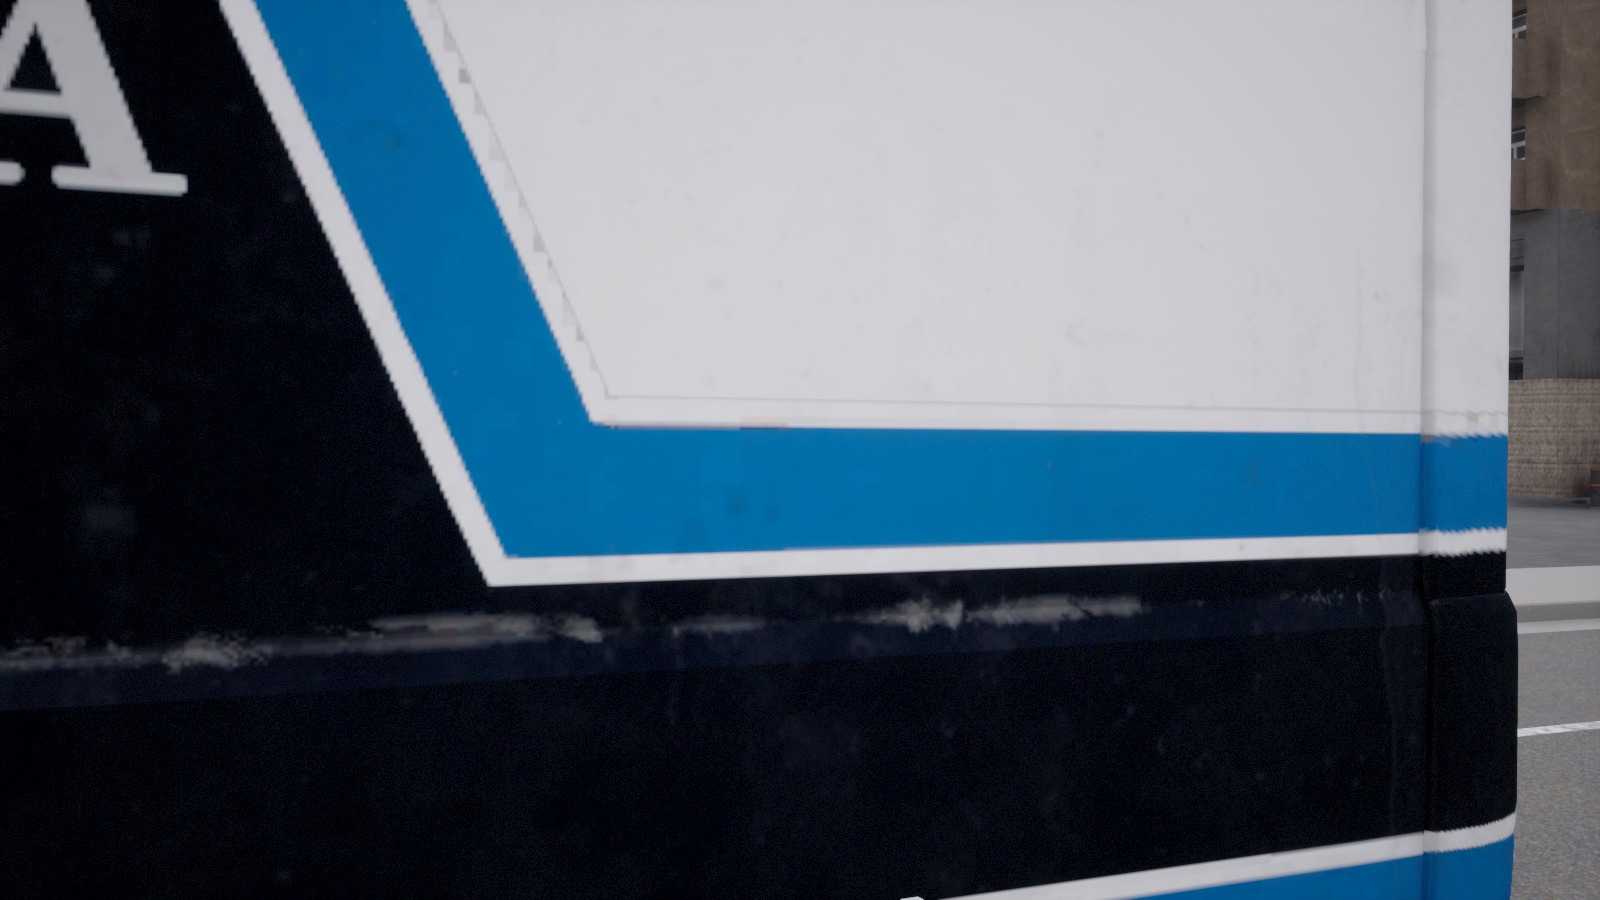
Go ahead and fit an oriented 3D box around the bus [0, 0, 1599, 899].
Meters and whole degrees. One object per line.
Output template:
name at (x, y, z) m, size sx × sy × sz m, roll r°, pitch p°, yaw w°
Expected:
bus at (-4.445, -0.550, 1.569) m, size 10.273 × 4.253 × 3.944 m, roll -1°, pitch 1°, yaw -21°
